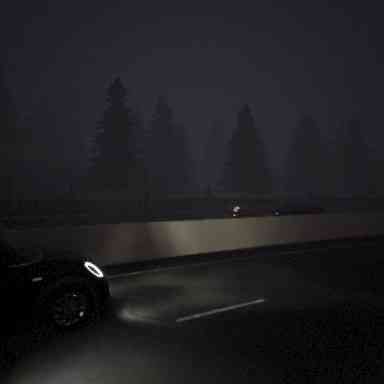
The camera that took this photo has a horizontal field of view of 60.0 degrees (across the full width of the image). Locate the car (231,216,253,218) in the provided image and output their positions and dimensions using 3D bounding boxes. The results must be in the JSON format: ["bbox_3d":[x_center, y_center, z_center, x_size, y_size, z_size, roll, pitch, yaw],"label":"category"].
[{"bbox_3d":[4.697,1.273,26.317,4.553,1.767,2.097,0,0,-25],"label":"car"}]

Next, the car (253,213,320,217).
[{"bbox_3d":[7.193,1.421,23.649,4.902,1.511,2.128,0,0,-24],"label":"car"}]

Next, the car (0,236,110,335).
[{"bbox_3d":[-3.668,1.335,5.264,4.553,1.767,2.097,0,0,-36],"label":"car"}]
